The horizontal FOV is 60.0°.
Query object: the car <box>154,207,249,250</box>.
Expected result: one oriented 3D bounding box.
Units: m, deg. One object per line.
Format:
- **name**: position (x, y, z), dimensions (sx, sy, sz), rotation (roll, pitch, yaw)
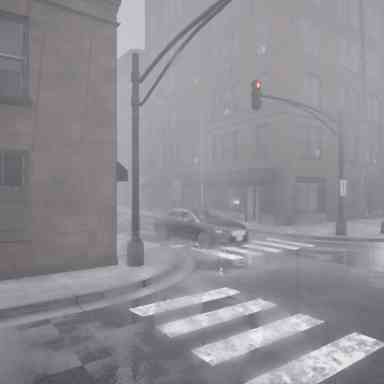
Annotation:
- **car**: position (0.246, 1.429, 14.175), dimensions (2.128, 1.511, 4.902), rotation (0, 0, -38)
